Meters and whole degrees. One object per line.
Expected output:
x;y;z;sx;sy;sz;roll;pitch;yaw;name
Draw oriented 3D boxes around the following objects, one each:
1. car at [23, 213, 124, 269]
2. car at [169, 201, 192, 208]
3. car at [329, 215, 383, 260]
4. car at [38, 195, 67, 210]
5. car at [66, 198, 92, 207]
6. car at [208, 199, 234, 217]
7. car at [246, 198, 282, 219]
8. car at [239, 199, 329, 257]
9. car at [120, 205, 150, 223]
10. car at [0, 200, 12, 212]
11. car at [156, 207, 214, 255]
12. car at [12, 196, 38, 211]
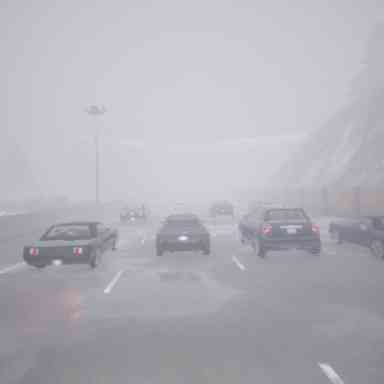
-3.807;1.661;11.440;1.895;1.301;4.718;-1;0;-2;car
-0.983;1.508;29.013;1.812;1.442;4.674;-1;0;-2;car
6.683;1.454;11.845;1.895;1.301;4.718;-1;0;-2;car
-19.385;1.543;47.616;2.150;2.045;5.566;-1;0;-2;car
-15.889;1.800;47.886;2.033;1.411;5.357;-1;0;-2;car
2.494;1.390;29.672;1.882;1.535;5.008;-1;0;-2;car
6.042;1.351;28.340;1.837;1.490;4.892;-1;1;-2;car
3.143;1.272;12.847;2.097;1.767;4.553;-1;0;-2;car
-4.396;1.654;26.420;1.895;1.301;4.718;-1;0;-2;car
-26.369;1.937;47.369;1.882;1.535;5.008;-1;0;-2;car
-0.371;1.554;13.392;1.994;1.385;4.181;-1;0;-2;car
-22.880;1.612;47.469;2.150;2.045;5.566;-1;0;-2;car
